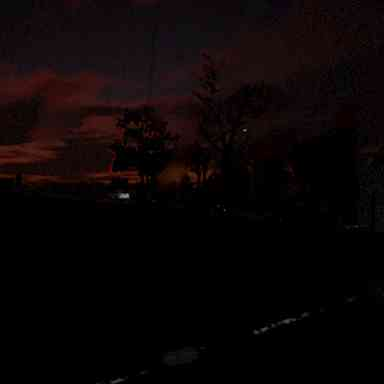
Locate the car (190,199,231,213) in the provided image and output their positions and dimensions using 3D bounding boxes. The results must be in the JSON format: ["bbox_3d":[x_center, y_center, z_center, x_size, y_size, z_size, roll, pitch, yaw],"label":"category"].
[{"bbox_3d":[1.873,1.376,33.827,1.895,1.301,4.718,0,1,-35],"label":"car"}]

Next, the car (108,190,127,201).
[{"bbox_3d":[-13.356,0.606,60.687,2.150,2.045,5.566,0,1,-35],"label":"car"}]

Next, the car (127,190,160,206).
[{"bbox_3d":[-6.515,0.807,45.909,2.150,2.045,5.566,0,1,-35],"label":"car"}]

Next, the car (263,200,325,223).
[{"bbox_3d":[7.693,1.380,25.466,1.882,1.535,5.008,0,1,-35],"label":"car"}]

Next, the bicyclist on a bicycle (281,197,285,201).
[{"bbox_3d":[9.234,1.288,33.718,1.656,1.620,0.582,0,1,-35],"label":"bicyclist on a bicycle"}]
